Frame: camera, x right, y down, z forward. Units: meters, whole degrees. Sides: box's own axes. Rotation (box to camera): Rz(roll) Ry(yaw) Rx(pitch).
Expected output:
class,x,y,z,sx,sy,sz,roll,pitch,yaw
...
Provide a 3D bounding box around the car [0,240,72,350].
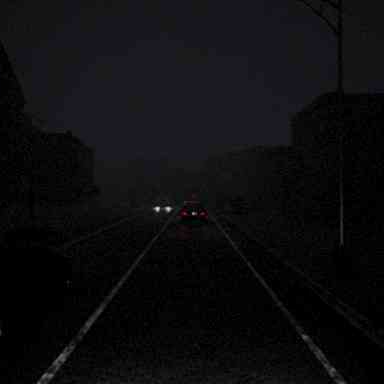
class,x,y,z,sx,sy,sz,roll,pitch,yaw
car,-3.599,1.554,5.575,1.994,1.385,4.181,0,0,0

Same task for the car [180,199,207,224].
class,x,y,z,sx,sy,sz,roll,pitch,yaw
car,0.104,1.504,24.673,2.033,1.411,5.357,0,0,0

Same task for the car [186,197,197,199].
class,x,y,z,sx,sy,sz,roll,pitch,yaw
car,-0.099,1.417,42.811,2.128,1.511,4.902,0,0,-3

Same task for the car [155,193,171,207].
class,x,y,z,sx,sy,sz,roll,pitch,yaw
car,-4.400,1.132,49.669,2.150,2.045,5.566,0,0,-8
